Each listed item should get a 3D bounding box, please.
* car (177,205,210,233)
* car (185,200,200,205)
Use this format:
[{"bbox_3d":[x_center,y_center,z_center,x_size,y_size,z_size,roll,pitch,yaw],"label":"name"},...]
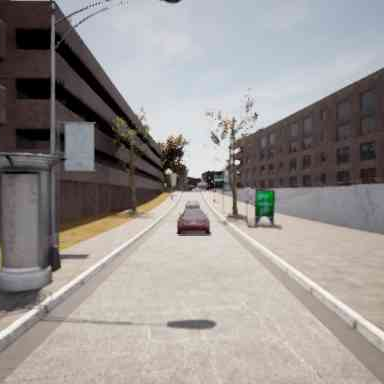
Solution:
[{"bbox_3d":[0.087,1.760,21.025,1.994,1.385,4.181,0,-1,0],"label":"car"},{"bbox_3d":[0.076,1.680,39.065,2.033,1.411,5.357,0,1,0],"label":"car"}]
